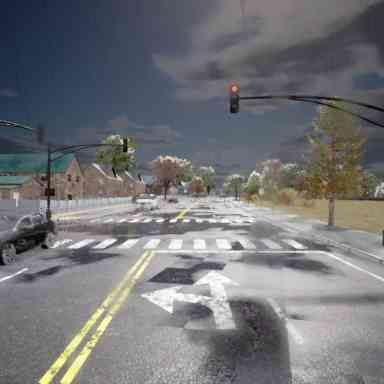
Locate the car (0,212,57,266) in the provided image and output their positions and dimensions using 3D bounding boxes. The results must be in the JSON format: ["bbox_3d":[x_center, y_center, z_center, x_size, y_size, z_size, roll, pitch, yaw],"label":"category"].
[{"bbox_3d":[-6.429,1.502,11.602,2.128,1.511,4.902,0,0,1],"label":"car"}]

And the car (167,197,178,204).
[{"bbox_3d":[-3.966,1.675,69.310,2.033,1.411,5.357,0,0,4],"label":"car"}]

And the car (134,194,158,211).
[{"bbox_3d":[-5.611,1.307,41.441,2.150,2.045,5.566,0,0,2],"label":"car"}]
